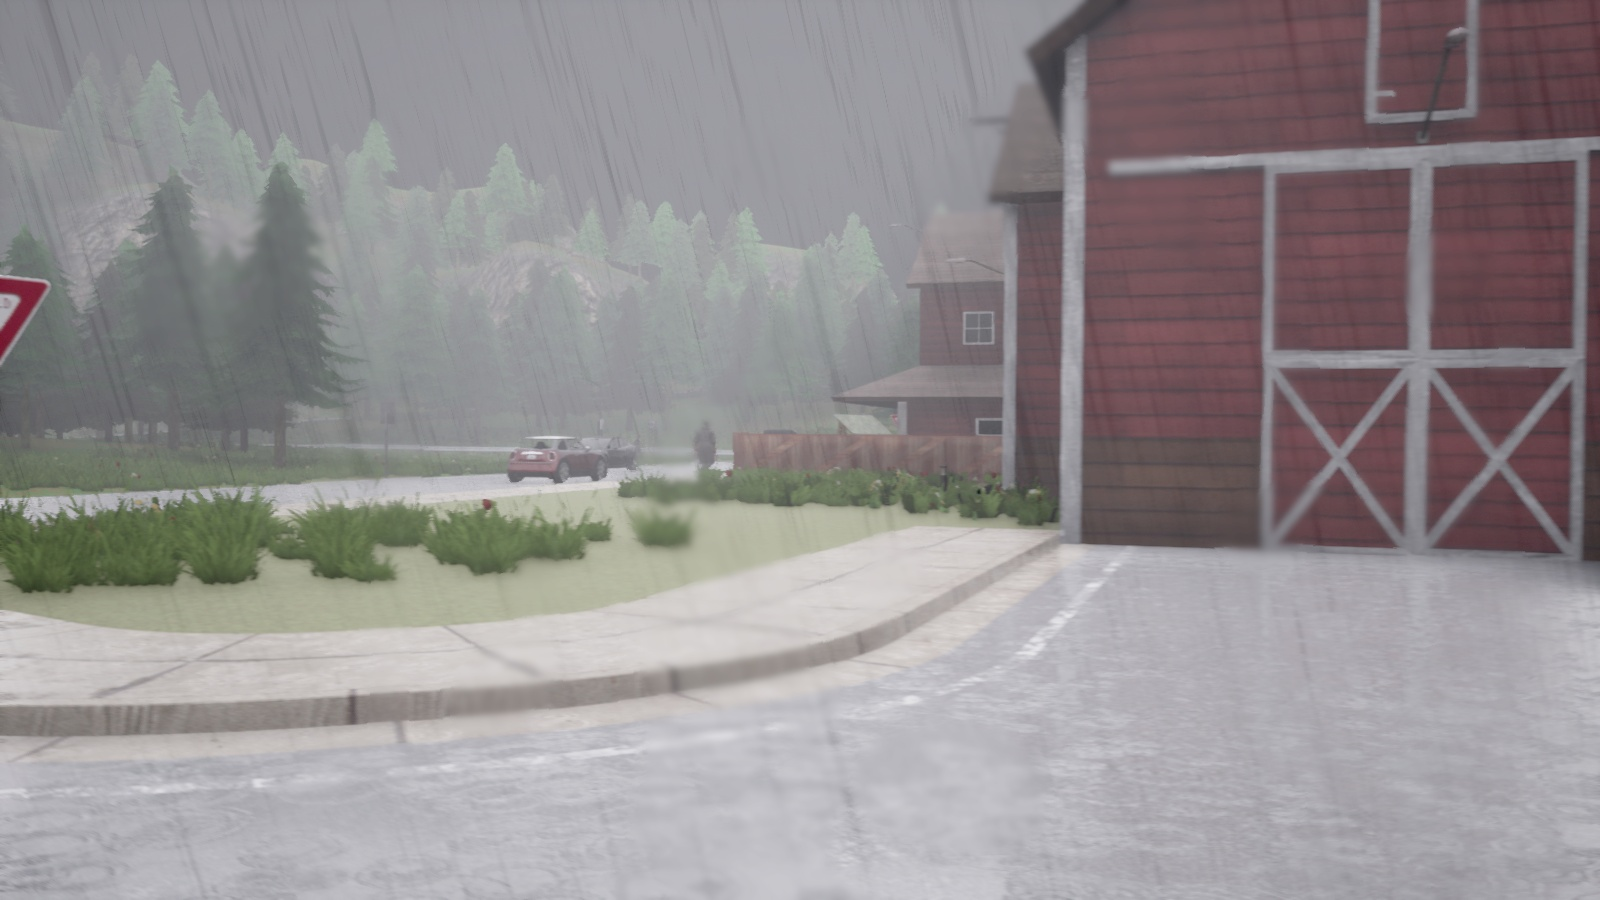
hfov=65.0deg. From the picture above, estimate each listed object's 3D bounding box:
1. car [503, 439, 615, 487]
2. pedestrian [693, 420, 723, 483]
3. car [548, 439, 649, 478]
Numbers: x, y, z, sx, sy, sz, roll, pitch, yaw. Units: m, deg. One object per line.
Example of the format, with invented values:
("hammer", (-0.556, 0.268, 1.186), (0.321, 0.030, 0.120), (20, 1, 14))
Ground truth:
("car", (-7.746, 0.388, 40.687), (1.970, 1.475, 3.806), (0, 1, 17))
("pedestrian", (-2.873, 0.053, 39.193), (0.659, 1.952, 0.873), (0, 1, 14))
("car", (-8.146, 0.310, 51.192), (2.163, 1.488, 4.792), (0, 1, 17))
